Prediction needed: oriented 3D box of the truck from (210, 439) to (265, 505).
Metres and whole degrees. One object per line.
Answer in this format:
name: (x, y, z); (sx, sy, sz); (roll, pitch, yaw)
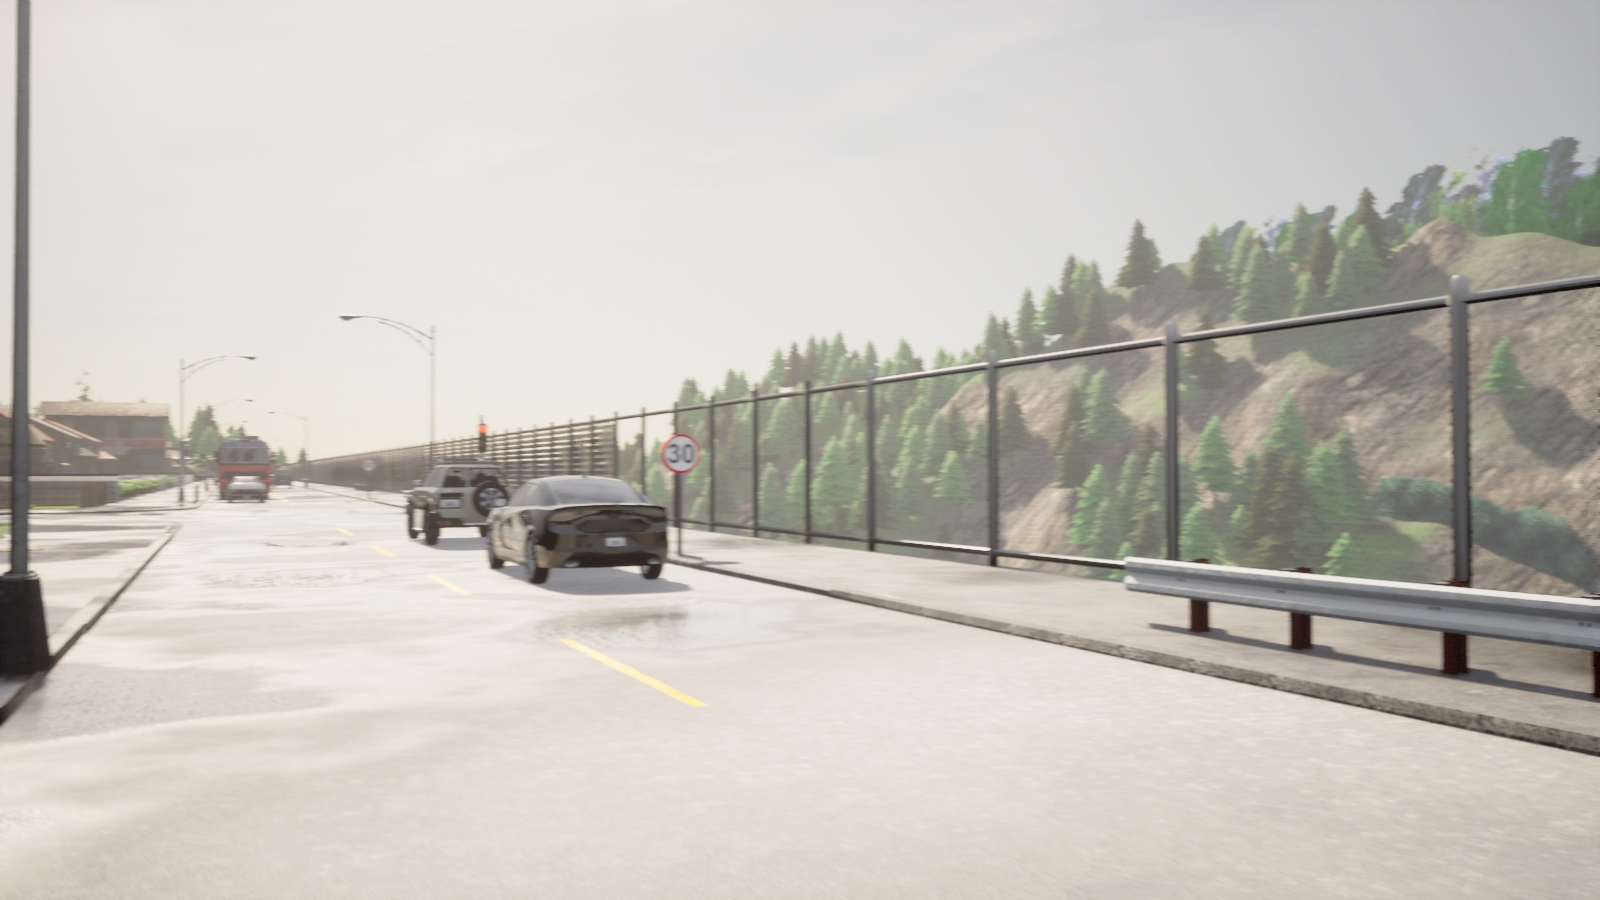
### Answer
truck: (-34.668, 1.344, 77.323); (2.891, 3.827, 8.468); (0, -1, -25)

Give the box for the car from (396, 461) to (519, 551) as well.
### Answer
car: (-7.817, 1.200, 28.350); (1.932, 1.855, 4.605); (0, -1, -25)

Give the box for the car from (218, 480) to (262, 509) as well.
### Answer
car: (-29.769, 2.321, 66.662); (2.033, 1.411, 5.357); (0, -1, -25)

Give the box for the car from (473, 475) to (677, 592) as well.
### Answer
car: (-3.604, 1.160, 19.254); (1.882, 1.535, 5.008); (0, -1, -25)
